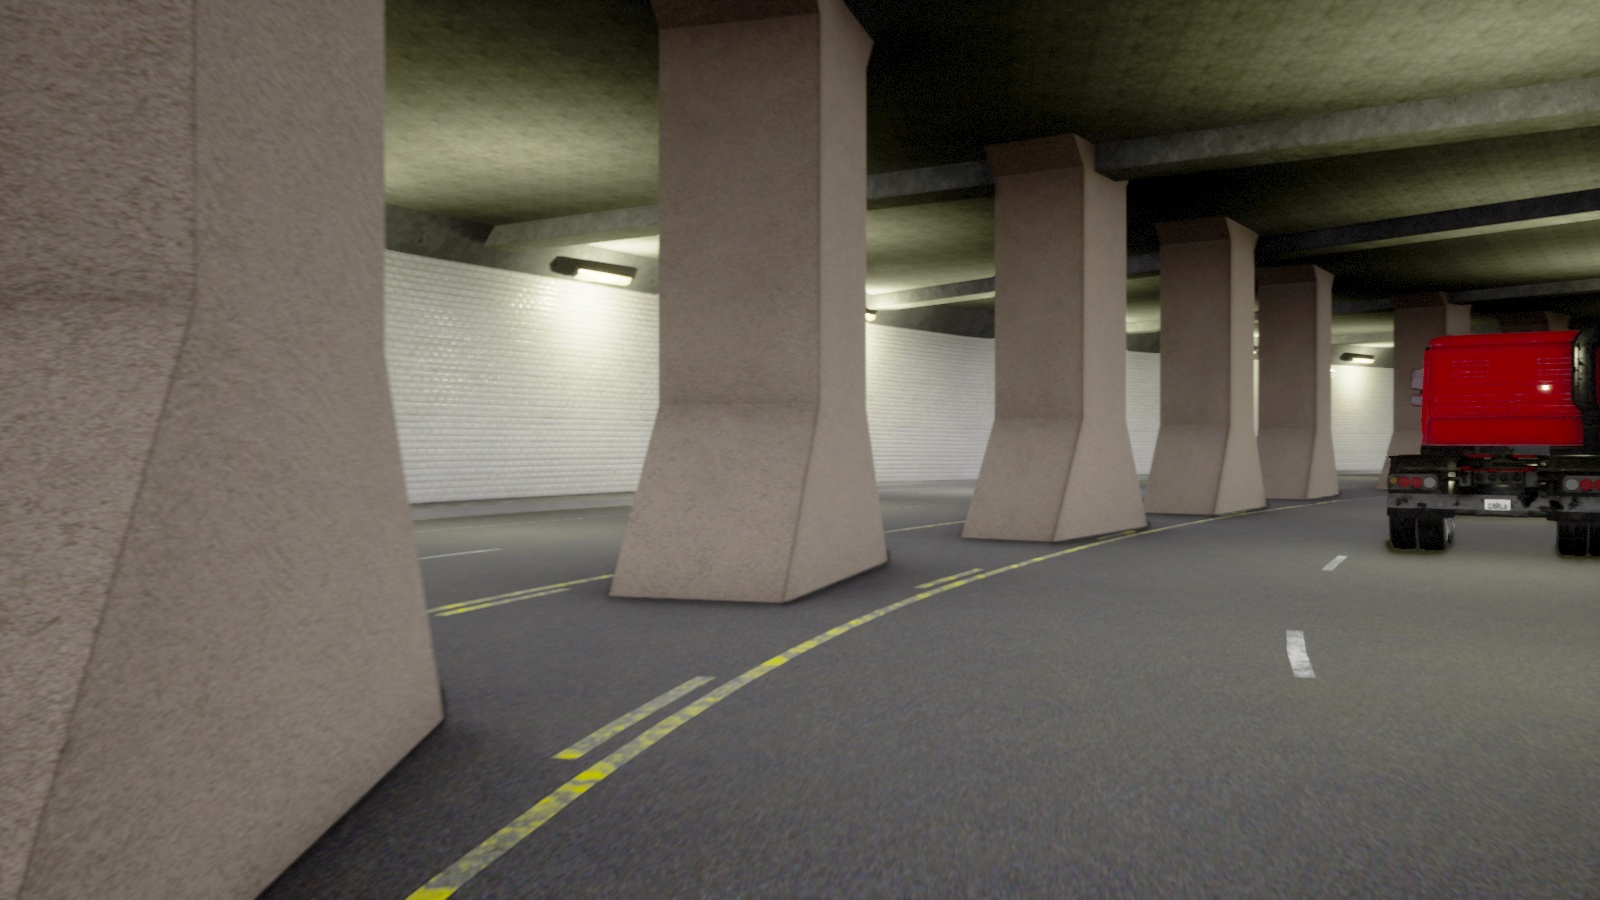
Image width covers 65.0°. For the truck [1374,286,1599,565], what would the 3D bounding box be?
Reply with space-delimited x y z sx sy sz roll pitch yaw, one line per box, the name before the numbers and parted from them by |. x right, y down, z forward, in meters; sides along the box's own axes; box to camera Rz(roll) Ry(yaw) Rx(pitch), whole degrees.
truck | 11.025 -0.325 19.569 2.891 3.462 7.936 0 0 31
